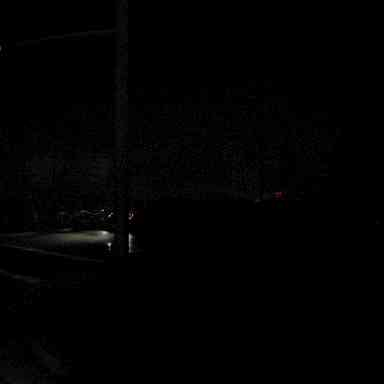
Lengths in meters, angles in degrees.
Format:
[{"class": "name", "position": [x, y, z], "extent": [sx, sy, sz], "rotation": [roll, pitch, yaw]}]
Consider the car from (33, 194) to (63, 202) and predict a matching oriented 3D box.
[{"class": "car", "position": [-28.915, 1.153, 67.759], "extent": [2.152, 1.636, 5.027], "rotation": [0, 0, 35]}]

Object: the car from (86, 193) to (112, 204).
[{"class": "car", "position": [-15.864, 1.097, 59.022], "extent": [1.932, 1.855, 4.605], "rotation": [0, 0, 35]}]

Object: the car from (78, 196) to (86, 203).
[{"class": "car", "position": [-18.474, 1.077, 60.365], "extent": [1.905, 1.878, 3.866], "rotation": [0, 0, 35]}]

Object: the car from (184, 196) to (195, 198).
[{"class": "car", "position": [-0.778, 1.374, 48.169], "extent": [1.845, 1.501, 3.633], "rotation": [0, 0, 35]}]

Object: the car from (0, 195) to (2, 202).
[{"class": "car", "position": [-41.402, 1.298, 67.569], "extent": [2.007, 1.523, 4.514], "rotation": [0, 0, 35]}]

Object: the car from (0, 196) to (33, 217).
[{"class": "car", "position": [-15.817, 1.339, 26.918], "extent": [2.007, 1.523, 4.514], "rotation": [0, 0, 35]}]

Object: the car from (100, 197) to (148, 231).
[{"class": "car", "position": [-3.056, 1.352, 20.569], "extent": [2.097, 1.767, 4.553], "rotation": [0, 0, 35]}]

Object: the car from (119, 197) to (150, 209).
[{"class": "car", "position": [-7.499, 1.384, 43.836], "extent": [1.970, 1.475, 3.806], "rotation": [0, 0, 35]}]

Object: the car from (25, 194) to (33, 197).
[{"class": "car", "position": [-34.339, 1.232, 71.204], "extent": [1.970, 1.475, 3.806], "rotation": [0, 0, 35]}]

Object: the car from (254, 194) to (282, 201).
[{"class": "car", "position": [8.422, 1.221, 37.051], "extent": [2.150, 2.045, 5.566], "rotation": [0, 0, 35]}]
